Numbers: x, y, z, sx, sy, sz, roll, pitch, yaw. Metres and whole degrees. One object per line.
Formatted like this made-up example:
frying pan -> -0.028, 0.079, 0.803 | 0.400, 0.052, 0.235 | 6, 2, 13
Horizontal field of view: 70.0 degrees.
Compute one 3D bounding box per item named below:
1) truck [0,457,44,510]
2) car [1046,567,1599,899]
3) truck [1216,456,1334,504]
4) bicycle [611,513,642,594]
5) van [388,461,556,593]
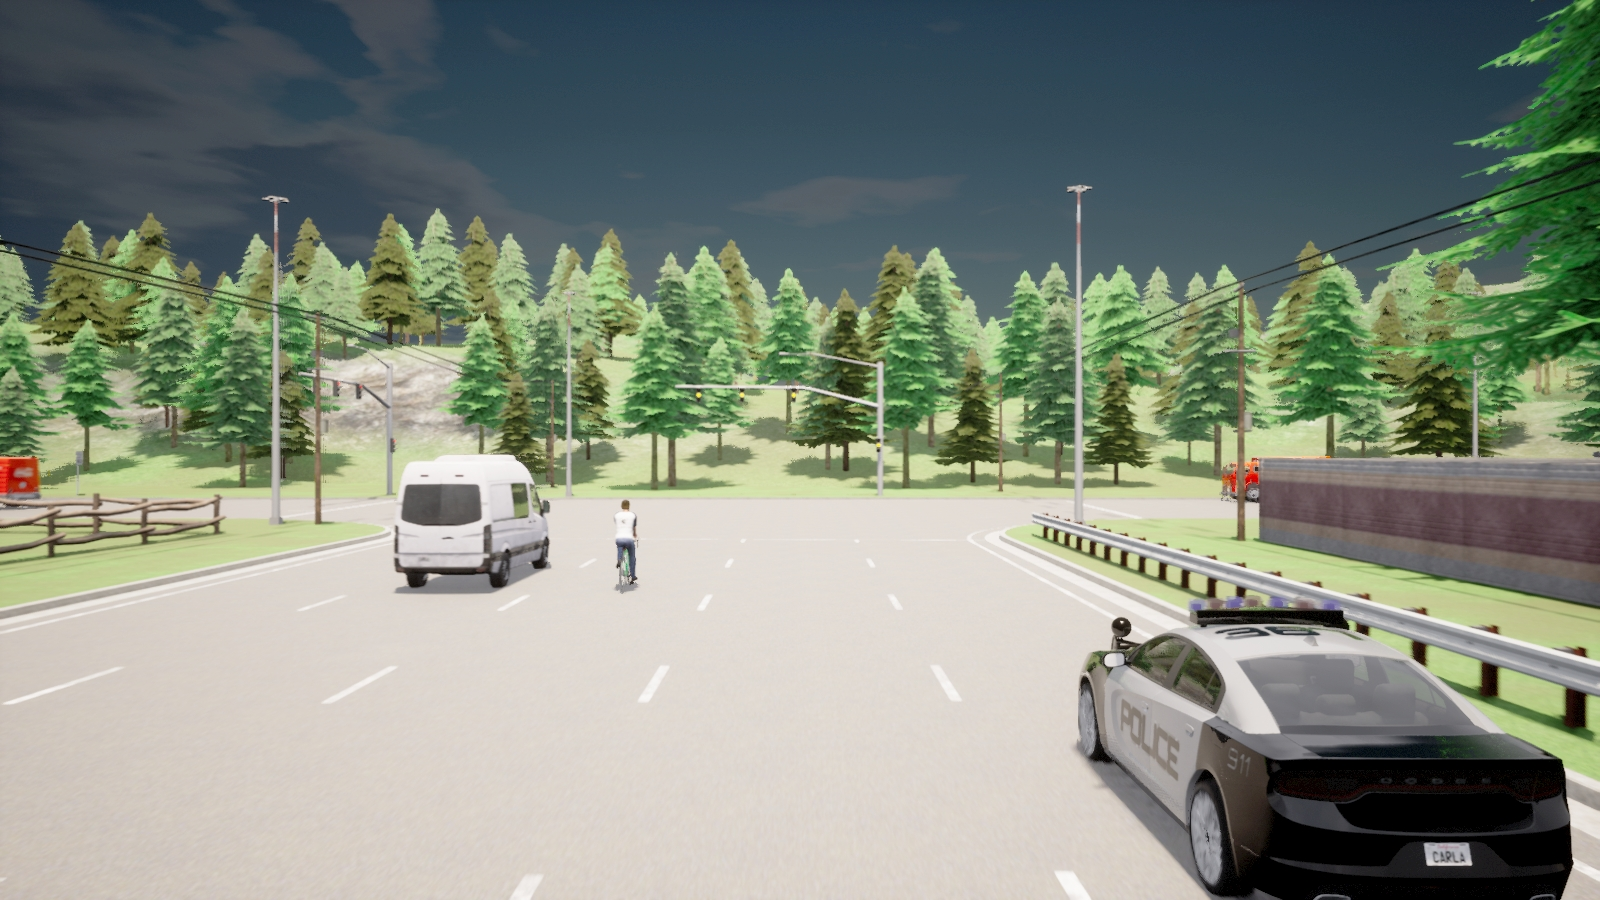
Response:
truck -> -39.568, 1.568, 54.548 | 5.204, 2.467, 2.627 | 0, 0, 1
car -> 3.501, 1.982, 8.759 | 2.097, 1.638, 5.238 | 0, 0, 0
truck -> 25.358, 1.566, 61.156 | 5.204, 2.467, 2.627 | 0, 0, 0
bicycle -> -3.498, 2.056, 23.084 | 0.373, 1.496, 1.643 | 0, 0, 0
van -> -6.993, 1.532, 25.141 | 1.988, 2.561, 5.915 | 0, -1, 0
